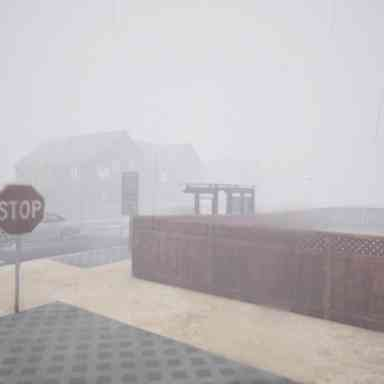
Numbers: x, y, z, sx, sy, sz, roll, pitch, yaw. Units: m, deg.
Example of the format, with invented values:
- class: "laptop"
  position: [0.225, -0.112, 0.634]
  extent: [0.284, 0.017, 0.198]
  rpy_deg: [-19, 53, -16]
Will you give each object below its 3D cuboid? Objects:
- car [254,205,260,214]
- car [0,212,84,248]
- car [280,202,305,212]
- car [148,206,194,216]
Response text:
- class: "car"
  position: [5.146, 1.818, 33.024]
  extent: [1.837, 1.490, 4.892]
  rpy_deg: [1, 0, 35]
- class: "car"
  position: [-7.370, 1.611, 15.123]
  extent: [1.895, 1.301, 4.718]
  rpy_deg: [1, 0, 32]
- class: "car"
  position: [13.747, 2.079, 45.012]
  extent: [2.033, 1.411, 5.357]
  rpy_deg: [1, 0, 36]
- class: "car"
  position: [-1.002, 1.708, 24.376]
  extent: [2.033, 1.411, 5.357]
  rpy_deg: [1, 0, 35]
